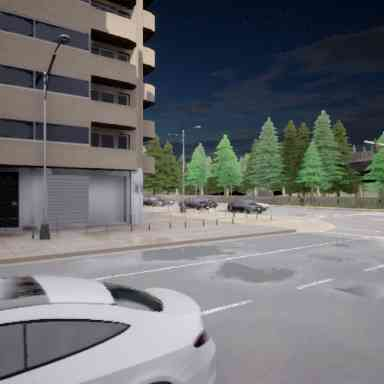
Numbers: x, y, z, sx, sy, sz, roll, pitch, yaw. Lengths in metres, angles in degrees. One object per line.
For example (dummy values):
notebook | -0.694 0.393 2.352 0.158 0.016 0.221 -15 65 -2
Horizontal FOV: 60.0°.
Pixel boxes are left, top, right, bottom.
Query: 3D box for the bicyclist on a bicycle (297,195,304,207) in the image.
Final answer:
bicyclist on a bicycle | 15.139 1.245 46.444 1.656 1.620 0.582 0 0 -35

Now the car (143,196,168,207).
car | -6.206 1.470 50.406 4.674 1.442 1.812 0 0 43

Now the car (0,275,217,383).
car | -1.905 1.526 2.615 4.674 1.442 1.812 0 0 -36

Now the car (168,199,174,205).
car | -5.050 1.436 54.082 4.902 1.511 2.128 0 0 42

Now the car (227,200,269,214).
car | 5.555 1.508 34.789 1.994 1.385 4.181 0 0 -35

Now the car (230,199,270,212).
car | 6.792 1.545 39.172 1.895 1.301 4.718 0 0 -35

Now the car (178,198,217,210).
car | 0.325 1.492 42.407 2.033 1.411 5.357 0 0 -36

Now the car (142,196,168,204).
car | -7.164 1.545 64.439 4.718 1.301 1.895 0 0 31
